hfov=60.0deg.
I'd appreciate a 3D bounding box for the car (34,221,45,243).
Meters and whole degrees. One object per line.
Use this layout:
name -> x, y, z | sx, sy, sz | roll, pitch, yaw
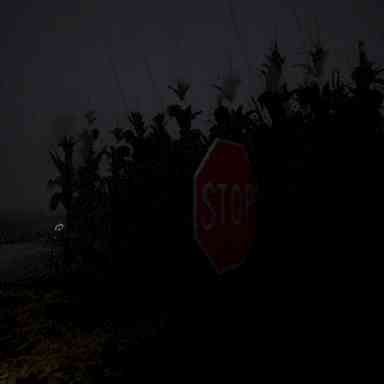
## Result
car -> -5.618, 1.619, 17.063 | 2.097, 1.767, 4.553 | 0, -1, 34
